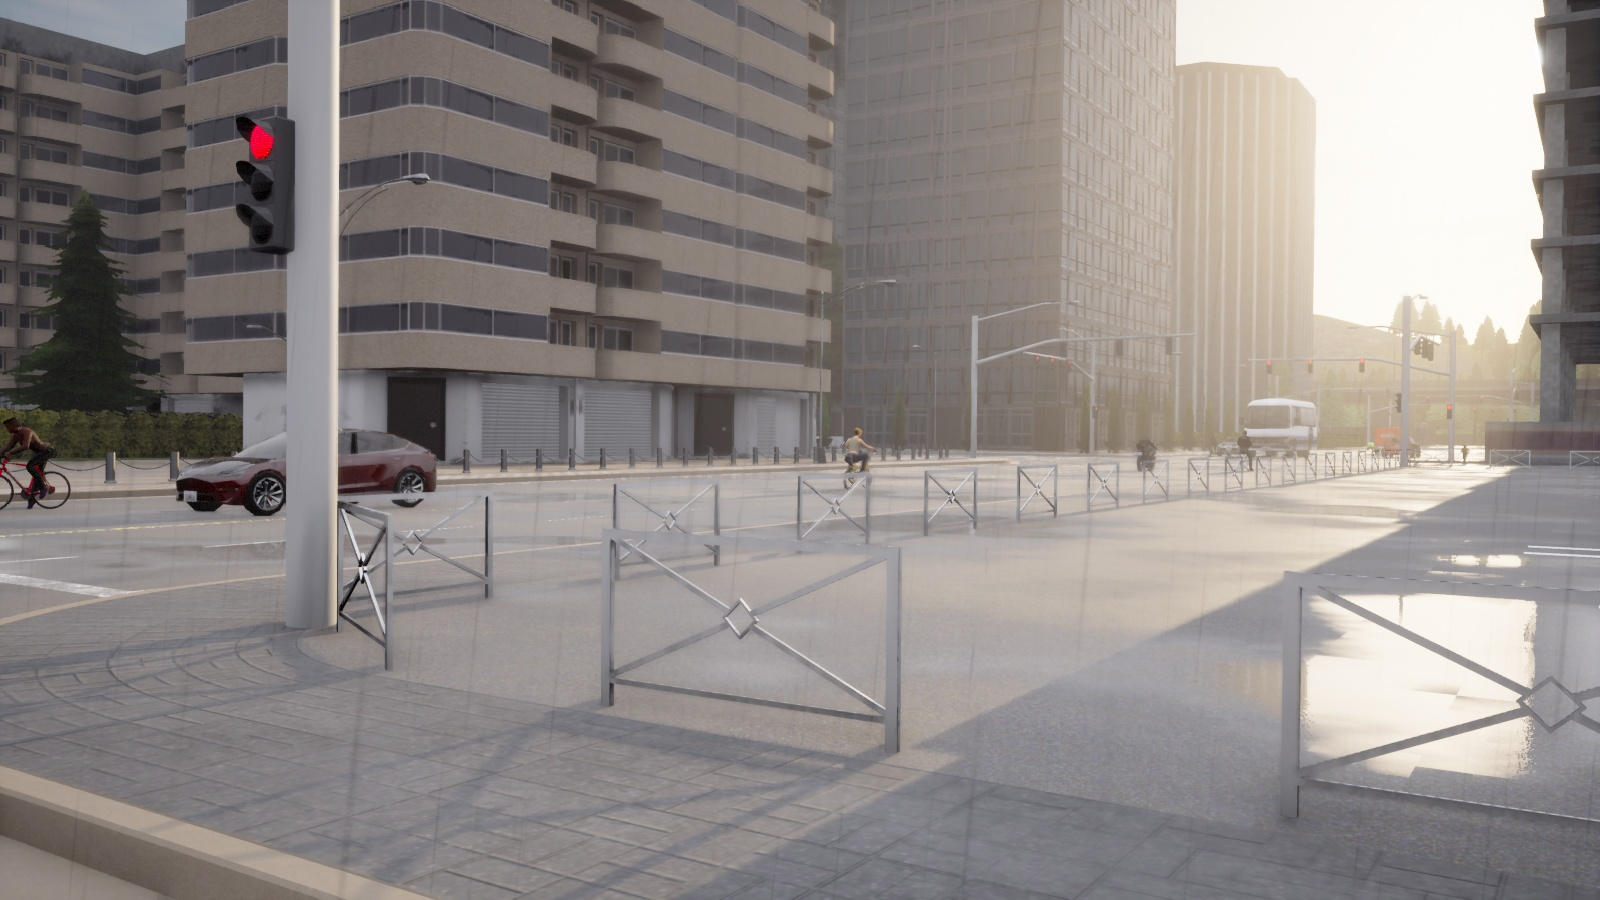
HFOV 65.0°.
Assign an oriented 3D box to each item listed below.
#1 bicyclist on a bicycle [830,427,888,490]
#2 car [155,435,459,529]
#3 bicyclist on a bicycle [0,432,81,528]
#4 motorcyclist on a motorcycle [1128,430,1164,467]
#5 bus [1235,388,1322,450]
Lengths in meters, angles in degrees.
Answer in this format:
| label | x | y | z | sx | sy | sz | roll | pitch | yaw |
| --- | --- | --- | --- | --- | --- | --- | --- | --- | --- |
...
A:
| label | x | y | z | sx | sy | sz | roll | pitch | yaw |
| --- | --- | --- | --- | --- | --- | --- | --- | --- | --- |
| bicyclist on a bicycle | 1.556 | 0.207 | 32.715 | 0.866 | 1.612 | 1.509 | 0 | 1 | 32 |
| car | -8.837 | 0.498 | 22.939 | 2.163 | 1.488 | 4.792 | 0 | 1 | 33 |
| bicyclist on a bicycle | -13.599 | 0.507 | 21.982 | 0.582 | 1.620 | 1.656 | 0 | 1 | 33 |
| motorcyclist on a motorcycle | 14.695 | -0.095 | 53.325 | 0.866 | 1.530 | 2.191 | 0 | 1 | 33 |
| bus | 35.063 | -2.215 | 91.767 | 3.944 | 4.253 | 10.273 | 0 | 1 | 33 |
